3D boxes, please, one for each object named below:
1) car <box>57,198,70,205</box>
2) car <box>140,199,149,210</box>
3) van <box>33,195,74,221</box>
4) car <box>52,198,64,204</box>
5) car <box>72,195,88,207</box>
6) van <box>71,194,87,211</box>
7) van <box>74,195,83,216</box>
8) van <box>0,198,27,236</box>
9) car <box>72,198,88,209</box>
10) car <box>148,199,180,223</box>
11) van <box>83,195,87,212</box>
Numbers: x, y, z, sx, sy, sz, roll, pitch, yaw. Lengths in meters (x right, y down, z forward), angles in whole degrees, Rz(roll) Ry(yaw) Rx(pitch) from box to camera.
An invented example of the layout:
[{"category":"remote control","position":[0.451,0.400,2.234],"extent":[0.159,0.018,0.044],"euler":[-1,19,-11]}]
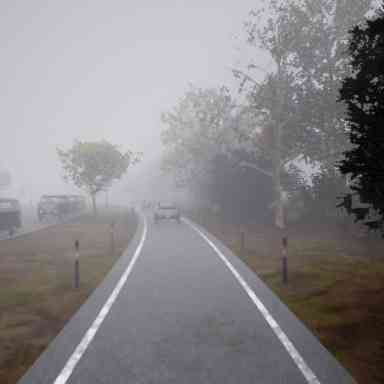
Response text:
[{"category":"car","position":[-32.283,2.318,83.284],"extent":[2.097,1.535,5.008],"euler":[-1,-1,-32]},{"category":"car","position":[-5.554,1.548,42.646],"extent":[1.895,1.301,4.718],"euler":[-1,0,-14]},{"category":"van","position":[-11.035,1.250,26.664],"extent":[1.878,1.987,4.442],"euler":[1,-1,-11]},{"category":"car","position":[-35.724,2.455,88.592],"extent":[2.231,1.521,4.892],"euler":[-1,-1,-34]},{"category":"car","position":[-19.952,1.567,59.018],"extent":[2.435,2.045,5.566],"euler":[2,-2,-22]},{"category":"van","position":[-14.594,1.369,43.041],"extent":[1.878,1.987,4.442],"euler":[2,-2,-18]},{"category":"van","position":[-12.038,1.279,32.153],"extent":[1.878,1.987,4.442],"euler":[1,-1,-12]},{"category":"van","position":[-9.687,1.224,15.559],"extent":[1.878,1.987,4.442],"euler":[1,-1,-7]},{"category":"car","position":[-16.164,1.652,48.328],"extent":[1.946,1.575,5.366],"euler":[2,-2,-16]},{"category":"car","position":[-1.996,1.463,25.196],"extent":[2.128,1.511,4.902],"euler":[0,0,-8]},{"category":"van","position":[-13.222,1.318,37.617],"extent":[1.878,1.987,4.442],"euler":[1,-2,-13]}]
